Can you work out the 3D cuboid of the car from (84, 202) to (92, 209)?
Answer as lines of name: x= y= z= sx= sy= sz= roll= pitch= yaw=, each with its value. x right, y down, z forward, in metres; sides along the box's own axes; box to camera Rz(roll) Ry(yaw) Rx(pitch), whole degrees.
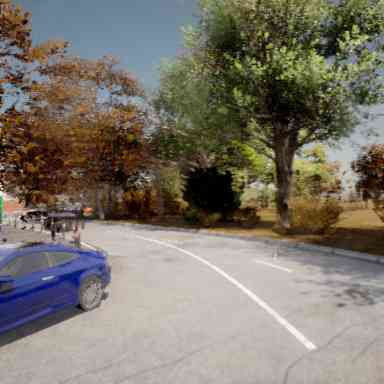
car: x=-19.643 y=3.196 z=65.579 sx=2.097 sy=1.767 sz=4.553 roll=-1 pitch=-1 yaw=-1

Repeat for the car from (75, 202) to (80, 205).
car: x=-27.570 y=3.556 z=71.717 sx=5.008 sy=1.535 sz=2.097 roll=-1 pitch=-1 yaw=-2

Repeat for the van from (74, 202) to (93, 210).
van: x=-27.934 y=3.657 z=85.842 sx=4.442 sy=1.987 sz=1.878 roll=-1 pitch=-1 yaw=-2

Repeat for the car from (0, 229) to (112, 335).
car: x=-3.406 y=1.698 z=5.978 sx=1.812 sy=1.442 sz=4.674 roll=-1 pitch=-1 yaw=27

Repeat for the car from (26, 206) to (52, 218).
car: x=-22.306 y=3.037 z=48.596 sx=1.895 sy=1.301 sz=4.718 roll=-1 pitch=-2 yaw=-3

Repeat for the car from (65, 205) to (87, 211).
car: x=-27.852 y=3.794 z=80.185 sx=4.674 sy=1.452 sz=2.002 roll=-1 pitch=-1 yaw=-2

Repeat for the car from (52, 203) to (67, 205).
car: x=-27.402 y=3.168 z=66.074 sx=5.566 sy=2.045 sz=2.435 roll=-1 pitch=-1 yaw=-2

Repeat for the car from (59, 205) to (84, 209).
car: x=-19.218 y=3.109 z=52.615 sx=1.895 sy=1.301 sz=4.718 roll=-1 pitch=-1 yaw=-2

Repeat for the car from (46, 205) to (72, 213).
car: x=-27.470 y=3.527 z=68.891 sx=4.674 sy=1.452 sz=2.002 roll=-1 pitch=-1 yaw=-2

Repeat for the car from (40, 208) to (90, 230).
car: x=-9.696 y=2.200 z=25.232 sx=1.994 sy=1.385 sz=4.181 roll=0 pitch=-2 yaw=-40
